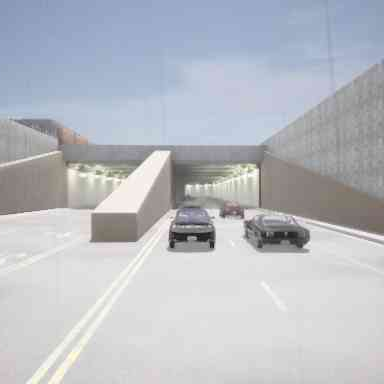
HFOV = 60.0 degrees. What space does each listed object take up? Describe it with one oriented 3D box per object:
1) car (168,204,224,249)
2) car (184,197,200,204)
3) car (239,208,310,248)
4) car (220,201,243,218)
[{"bbox_3d":[0.000,1.494,14.650,2.128,1.511,4.902,0,0,0],"label":"car"},{"bbox_3d":[0.000,1.516,29.650,1.837,1.490,4.892,0,0,0],"label":"car"},{"bbox_3d":[3.500,1.616,14.680,1.895,1.301,4.718,0,0,0],"label":"car"},{"bbox_3d":[3.500,1.533,29.650,1.812,1.442,4.674,0,0,0],"label":"car"}]
